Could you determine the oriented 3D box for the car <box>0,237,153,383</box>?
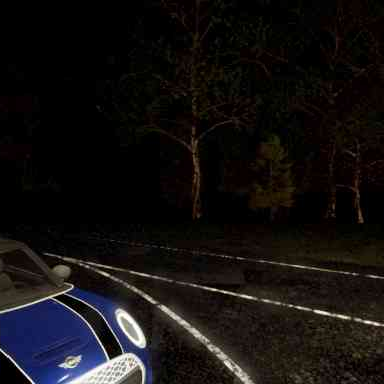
[{"bbox_3d":[-2.596,1.338,3.735,4.553,1.767,2.097,1,0,35],"label":"car"}]
